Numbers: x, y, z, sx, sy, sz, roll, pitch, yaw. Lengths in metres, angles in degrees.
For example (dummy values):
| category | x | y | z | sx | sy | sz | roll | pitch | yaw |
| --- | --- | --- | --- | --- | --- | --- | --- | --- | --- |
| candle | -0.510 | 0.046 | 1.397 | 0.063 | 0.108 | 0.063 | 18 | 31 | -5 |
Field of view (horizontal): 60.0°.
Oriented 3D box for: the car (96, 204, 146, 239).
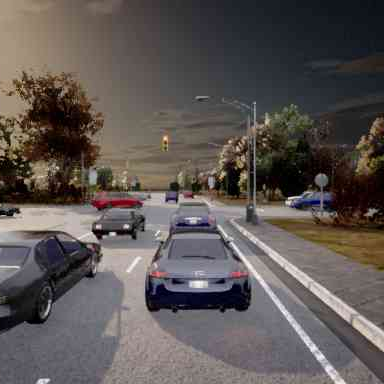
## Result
| category | x | y | z | sx | sy | sz | roll | pitch | yaw |
| --- | --- | --- | --- | --- | --- | --- | --- | --- | --- |
| car | -3.471 | 1.518 | 16.669 | 1.895 | 1.301 | 4.718 | 0 | 0 | -1 |

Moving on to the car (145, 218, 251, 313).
| category | x | y | z | sx | sy | sz | roll | pitch | yaw |
| --- | --- | --- | --- | --- | --- | --- | --- | --- | --- |
| car | 0.084 | 1.541 | 7.712 | 1.994 | 1.385 | 4.181 | 0 | 0 | -1 |

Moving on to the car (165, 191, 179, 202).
| category | x | y | z | sx | sy | sz | roll | pitch | yaw |
| --- | --- | --- | --- | --- | --- | --- | --- | --- | --- |
| car | -3.594 | 0.832 | 59.890 | 2.150 | 2.045 | 5.566 | 0 | 0 | 0 |

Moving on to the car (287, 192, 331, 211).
| category | x | y | z | sx | sy | sz | roll | pitch | yaw |
| --- | --- | --- | --- | --- | --- | --- | --- | --- | --- |
| car | 14.033 | 0.995 | 37.407 | 5.566 | 2.045 | 2.150 | 0 | 0 | -3 |

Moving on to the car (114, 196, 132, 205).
| category | x | y | z | sx | sy | sz | roll | pitch | yaw |
| --- | --- | --- | --- | --- | --- | --- | --- | --- | --- |
| car | -10.772 | 1.271 | 52.161 | 1.895 | 1.301 | 4.718 | 0 | 0 | 0 |

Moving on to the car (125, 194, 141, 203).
| category | x | y | z | sx | sy | sz | roll | pitch | yaw |
| --- | --- | --- | --- | --- | --- | --- | --- | --- | --- |
| car | -10.780 | 1.091 | 61.263 | 2.128 | 1.511 | 4.902 | 0 | 0 | 0 |

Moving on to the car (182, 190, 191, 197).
| category | x | y | z | sx | sy | sz | roll | pitch | yaw |
| --- | --- | --- | --- | --- | --- | --- | --- | --- | --- |
| car | -1.559 | 0.396 | 94.080 | 2.097 | 1.767 | 4.553 | 0 | 1 | -7 |

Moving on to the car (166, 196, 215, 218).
| category | x | y | z | sx | sy | sz | roll | pitch | yaw |
| --- | --- | --- | --- | --- | --- | --- | --- | --- | --- |
| car | 0.049 | 1.272 | 16.345 | 2.097 | 1.767 | 4.553 | 0 | 0 | 0 |

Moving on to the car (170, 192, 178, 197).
| category | x | y | z | sx | sy | sz | roll | pitch | yaw |
| --- | --- | --- | --- | --- | --- | --- | --- | --- | --- |
| car | -5.044 | 0.765 | 93.664 | 1.994 | 1.385 | 4.181 | 0 | 1 | -7 |

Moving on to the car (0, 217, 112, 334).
| category | x | y | z | sx | sy | sz | roll | pitch | yaw |
| --- | --- | --- | --- | --- | --- | --- | --- | --- | --- |
| car | -3.414 | 1.528 | 7.024 | 2.033 | 1.411 | 5.357 | 0 | 0 | -1 |

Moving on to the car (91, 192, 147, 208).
| category | x | y | z | sx | sy | sz | roll | pitch | yaw |
| --- | --- | --- | --- | --- | --- | --- | --- | --- | --- |
| car | -8.130 | 1.002 | 36.167 | 5.566 | 2.045 | 2.150 | 0 | 1 | -42 |

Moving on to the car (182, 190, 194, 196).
| category | x | y | z | sx | sy | sz | roll | pitch | yaw |
| --- | --- | --- | --- | --- | --- | --- | --- | --- | --- |
| car | -0.746 | 0.569 | 83.432 | 2.150 | 2.045 | 5.566 | 0 | 1 | -4 |

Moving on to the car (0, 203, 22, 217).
| category | x | y | z | sx | sy | sz | roll | pitch | yaw |
| --- | --- | --- | --- | --- | --- | --- | --- | --- | --- |
| car | -17.049 | 1.388 | 27.598 | 5.357 | 1.411 | 2.033 | 0 | 0 | 9 |

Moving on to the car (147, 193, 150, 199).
| category | x | y | z | sx | sy | sz | roll | pitch | yaw |
| --- | --- | --- | --- | --- | --- | --- | --- | --- | --- |
| car | -10.820 | 1.098 | 71.219 | 1.895 | 1.301 | 4.718 | 0 | 1 | -1 |
